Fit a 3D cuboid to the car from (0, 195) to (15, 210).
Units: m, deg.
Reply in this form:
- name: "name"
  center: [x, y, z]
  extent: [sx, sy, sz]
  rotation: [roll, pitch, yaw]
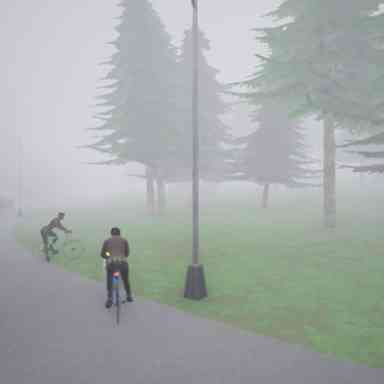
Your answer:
- name: "car"
  center: [-21.834, 1.063, 37.795]
  extent: [2.097, 1.767, 4.553]
  rotation: [0, 1, -11]

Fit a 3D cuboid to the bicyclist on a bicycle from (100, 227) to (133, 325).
- name: "bicyclist on a bicycle"
  center: [-1.431, 1.492, 6.241]
  extent: [0.582, 1.620, 1.656]
  rotation: [0, 0, -16]

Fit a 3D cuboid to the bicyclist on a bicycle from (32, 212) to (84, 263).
- name: "bicyclist on a bicycle"
  center: [-4.502, 1.498, 11.150]
  extent: [1.656, 1.620, 0.582]
  rotation: [-3, 1, -11]
